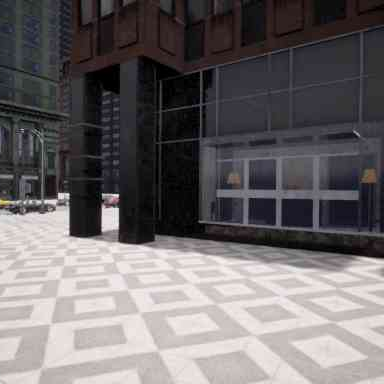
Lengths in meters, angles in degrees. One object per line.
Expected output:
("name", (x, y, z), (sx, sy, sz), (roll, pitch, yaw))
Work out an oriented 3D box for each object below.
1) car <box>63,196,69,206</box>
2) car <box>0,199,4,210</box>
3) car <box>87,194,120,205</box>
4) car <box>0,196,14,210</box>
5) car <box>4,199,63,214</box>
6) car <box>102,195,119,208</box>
("car", (-15.935, 1.132, 44.478), (2.008, 1.369, 4.403), (2, 2, 36))
("car", (-18.093, 1.419, 26.825), (1.947, 1.339, 4.313), (2, 2, 36))
("car", (-12.906, 1.082, 48.707), (1.947, 1.339, 4.313), (2, 2, 36))
("car", (-22.092, 1.233, 35.880), (1.752, 1.417, 4.829), (2, 2, 36))
("car", (-14.961, 1.342, 31.198), (2.008, 1.369, 4.403), (2, 2, 36))
("car", (-8.698, 1.244, 39.942), (1.802, 1.307, 4.206), (2, 2, 36))
